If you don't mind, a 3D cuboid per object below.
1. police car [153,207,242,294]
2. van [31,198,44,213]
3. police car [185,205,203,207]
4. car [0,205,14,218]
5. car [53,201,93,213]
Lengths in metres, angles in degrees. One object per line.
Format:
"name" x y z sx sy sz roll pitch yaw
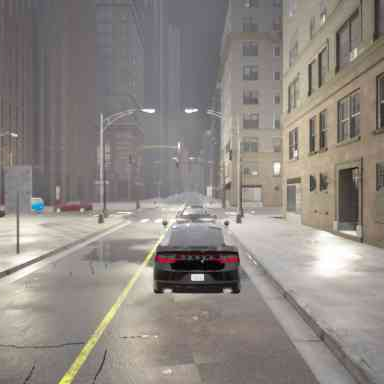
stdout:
"police car" 0.110 1.427 8.938 1.930 1.638 5.238 0 0 0
"van" -19.570 1.589 39.145 3.998 1.788 1.690 -1 0 0
"police car" 0.127 1.509 18.543 2.038 1.542 4.974 0 0 0
"car" -19.600 1.523 30.620 5.009 1.841 2.192 -1 0 0
"car" -13.943 1.725 39.120 4.507 1.381 1.887 -1 0 0
